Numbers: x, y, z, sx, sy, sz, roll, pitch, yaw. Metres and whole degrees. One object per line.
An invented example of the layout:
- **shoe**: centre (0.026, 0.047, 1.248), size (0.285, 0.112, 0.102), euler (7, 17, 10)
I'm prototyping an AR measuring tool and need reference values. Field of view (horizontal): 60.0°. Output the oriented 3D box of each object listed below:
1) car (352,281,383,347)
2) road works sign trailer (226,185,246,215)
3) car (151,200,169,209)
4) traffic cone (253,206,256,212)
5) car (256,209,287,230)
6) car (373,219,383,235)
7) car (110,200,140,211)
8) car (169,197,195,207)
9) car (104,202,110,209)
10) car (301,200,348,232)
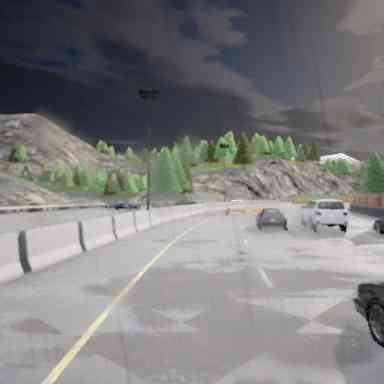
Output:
- **car**: centre (3.662, 1.608, 3.348), size (2.033, 1.411, 5.357), euler (0, -1, 1)
- **road works sign trailer**: centre (5.530, 0.960, 41.034), size (2.380, 3.560, 2.880), euler (0, -1, 17)
- **car**: centre (-4.941, 2.109, 54.252), size (1.812, 1.442, 4.674), euler (0, -1, 19)
- **traffic cone**: centre (9.029, 2.541, 47.255), size (0.340, 0.580, 0.340), euler (0, -1, 17)
- **car**: centre (5.617, 1.866, 23.804), size (1.994, 1.385, 4.181), euler (0, -1, 9)
- **car**: centre (11.810, 1.822, 18.133), size (2.033, 1.411, 5.357), euler (0, -1, 8)
- **car**: centre (-9.797, 2.062, 50.714), size (2.033, 1.411, 5.357), euler (0, -1, 17)
- **car**: centre (-1.274, 1.822, 54.153), size (2.150, 2.045, 5.566), euler (0, 0, 20)
- **car**: centre (-12.359, 2.029, 54.071), size (2.128, 1.511, 4.902), euler (0, -1, 18)
- **car**: centre (8.987, 1.534, 22.952), size (2.150, 2.045, 5.566), euler (0, -1, 9)
